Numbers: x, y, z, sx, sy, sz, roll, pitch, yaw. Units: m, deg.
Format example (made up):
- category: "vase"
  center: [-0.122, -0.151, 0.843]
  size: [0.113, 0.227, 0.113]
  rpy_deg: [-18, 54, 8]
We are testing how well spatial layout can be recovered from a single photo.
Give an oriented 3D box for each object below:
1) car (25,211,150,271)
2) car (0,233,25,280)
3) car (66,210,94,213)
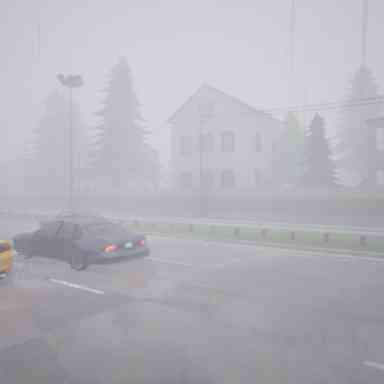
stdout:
- category: "car"
  center: [-3.842, 1.575, 10.987]
  size: [5.357, 1.411, 2.033]
  rpy_deg: [0, 0, 36]
- category: "car"
  center: [-6.652, 1.507, 8.699]
  size: [5.008, 1.535, 1.882]
  rpy_deg: [0, 0, 36]
- category: "car"
  center: [-5.944, 1.606, 16.813]
  size: [4.181, 1.385, 1.994]
  rpy_deg: [0, 0, 36]
